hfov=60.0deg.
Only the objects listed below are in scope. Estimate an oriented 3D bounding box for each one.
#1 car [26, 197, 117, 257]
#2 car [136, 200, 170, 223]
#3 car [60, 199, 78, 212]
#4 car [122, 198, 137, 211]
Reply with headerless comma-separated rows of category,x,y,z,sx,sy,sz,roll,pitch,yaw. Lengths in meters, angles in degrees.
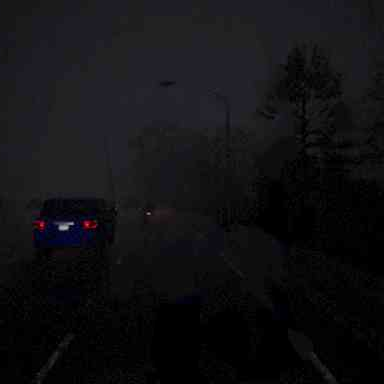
car,-4.363,1.215,13.153,2.150,2.045,5.566,0,0,-7
car,-2.891,1.527,25.193,2.033,1.411,5.357,0,0,-13
car,-14.833,1.571,39.957,1.895,1.301,4.718,0,0,-21
car,-7.622,1.463,41.023,2.128,1.511,4.902,0,0,-20
